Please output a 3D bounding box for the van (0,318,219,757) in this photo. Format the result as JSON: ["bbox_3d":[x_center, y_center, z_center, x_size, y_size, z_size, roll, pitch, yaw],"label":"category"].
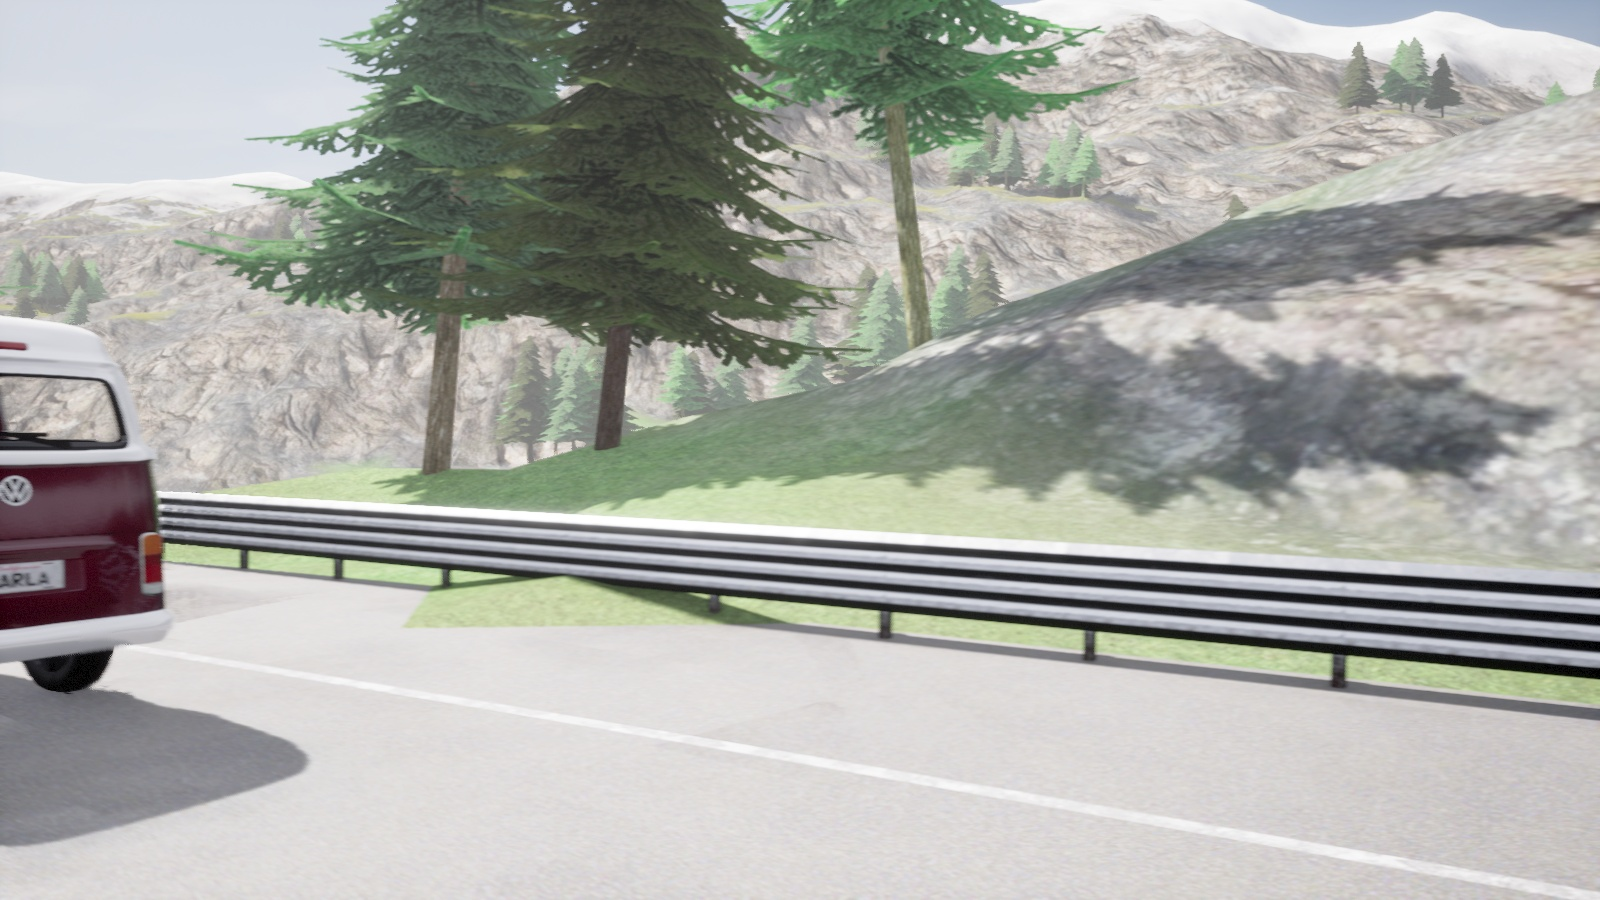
[{"bbox_3d":[-5.608,0.409,7.026,4.480,2.038,2.069,0,1,30],"label":"van"}]
